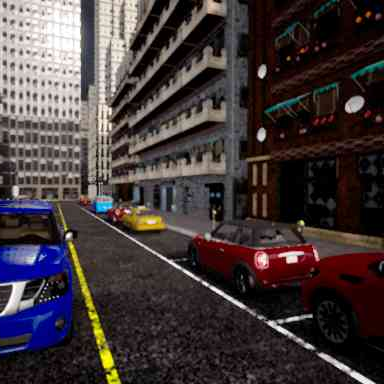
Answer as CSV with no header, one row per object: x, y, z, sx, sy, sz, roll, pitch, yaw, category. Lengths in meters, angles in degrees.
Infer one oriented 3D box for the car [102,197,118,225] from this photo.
-5.018,1.407,24.117,1.967,1.590,4.097,-1,0,-22,car

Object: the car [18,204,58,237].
-8.612,1.502,18.929,1.812,1.442,4.674,0,0,-22,car

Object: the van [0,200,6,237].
-10.173,1.323,15.959,1.690,1.788,3.998,-1,0,-22,van

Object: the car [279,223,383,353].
3.464,1.308,3.606,2.192,1.841,5.009,-1,0,-22,car

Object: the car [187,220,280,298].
1.345,1.426,8.734,1.967,1.590,4.097,-1,0,-22,car

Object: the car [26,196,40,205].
-27.138,1.467,56.982,1.887,1.381,4.507,-1,0,-22,car

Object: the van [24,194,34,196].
-18.657,1.295,36.469,1.690,1.788,3.998,-1,0,-22,van

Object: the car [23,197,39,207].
-25.017,1.496,51.855,1.947,1.339,4.313,-1,0,-22,car

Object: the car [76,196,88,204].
-19.929,1.439,60.169,1.752,1.417,4.829,-1,0,-22,car

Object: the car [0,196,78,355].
-3.444,1.214,6.185,2.150,2.045,5.566,0,0,-22,car

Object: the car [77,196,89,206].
-17.743,1.467,54.884,1.887,1.381,4.507,-1,0,-22,car

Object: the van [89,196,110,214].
-9.261,1.294,34.372,1.690,1.788,3.998,-1,0,-22,van

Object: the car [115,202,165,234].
-2.961,1.498,19.147,1.752,1.417,4.829,-1,0,-22,car
